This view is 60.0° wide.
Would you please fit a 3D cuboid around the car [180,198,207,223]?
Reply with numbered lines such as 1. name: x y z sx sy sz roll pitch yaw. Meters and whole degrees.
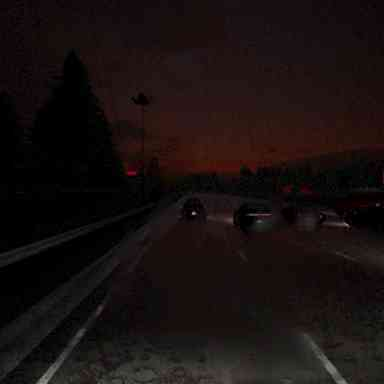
1. car: 0.109 1.444 24.353 2.033 1.411 5.357 0 0 0

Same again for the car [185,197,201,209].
1. car: 0.116 1.385 42.098 1.994 1.385 4.181 0 0 0

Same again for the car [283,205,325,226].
1. car: 7.110 1.506 22.280 1.895 1.301 4.718 0 0 0

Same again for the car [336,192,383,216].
1. car: 14.111 1.102 27.856 2.150 2.045 5.566 0 0 0

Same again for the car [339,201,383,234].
1. car: 10.607 1.467 18.691 2.033 1.411 5.357 0 0 0

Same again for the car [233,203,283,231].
1. car: 3.608 1.406 19.913 2.128 1.511 4.902 0 0 0
